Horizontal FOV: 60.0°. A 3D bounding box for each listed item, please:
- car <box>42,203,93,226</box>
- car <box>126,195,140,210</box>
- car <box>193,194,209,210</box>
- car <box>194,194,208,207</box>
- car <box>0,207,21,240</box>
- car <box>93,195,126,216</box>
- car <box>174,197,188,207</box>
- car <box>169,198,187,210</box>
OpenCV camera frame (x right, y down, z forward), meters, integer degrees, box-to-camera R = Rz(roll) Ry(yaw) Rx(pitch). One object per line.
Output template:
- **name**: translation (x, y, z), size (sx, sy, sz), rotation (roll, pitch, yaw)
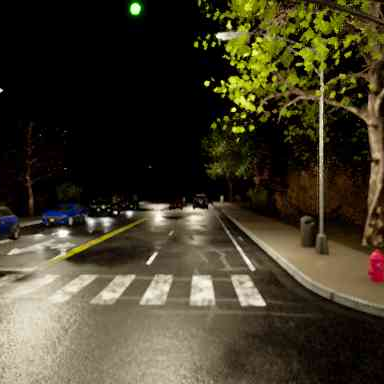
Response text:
- **car**: translation (-9.238, 1.599, 24.604), size (1.882, 1.535, 5.008), rotation (0, 0, 2)
- **car**: translation (-8.612, 1.400, 45.348), size (2.150, 2.045, 5.566), rotation (0, 0, 2)
- **car**: translation (1.180, 1.509, 45.004), size (2.097, 1.767, 4.553), rotation (0, 0, 2)
- **car**: translation (1.464, 1.401, 55.063), size (2.150, 2.045, 5.566), rotation (0, 0, 2)
- **car**: translation (-9.527, 1.442, 14.520), size (2.097, 1.767, 4.553), rotation (0, 0, 2)
- **car**: translation (-8.946, 1.373, 34.879), size (2.150, 2.045, 5.566), rotation (0, 0, 1)
- **car**: translation (-1.785, 1.678, 55.125), size (2.128, 1.511, 4.902), rotation (0, 0, 2)
- **car**: translation (-2.080, 1.710, 44.709), size (2.033, 1.411, 5.357), rotation (0, 0, 2)
